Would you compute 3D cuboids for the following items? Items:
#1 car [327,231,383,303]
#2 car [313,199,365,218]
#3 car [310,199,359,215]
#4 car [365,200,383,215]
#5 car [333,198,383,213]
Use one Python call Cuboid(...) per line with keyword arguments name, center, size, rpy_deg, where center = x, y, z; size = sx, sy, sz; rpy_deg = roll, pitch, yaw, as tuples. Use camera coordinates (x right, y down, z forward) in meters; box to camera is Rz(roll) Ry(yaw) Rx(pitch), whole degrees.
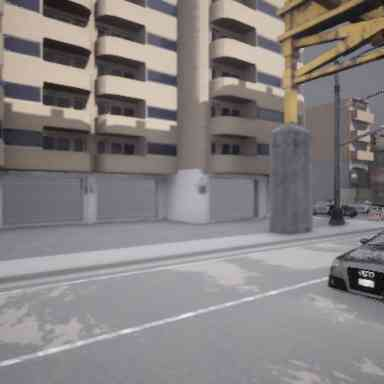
Cuboid(name="car", center=(4.961, 1.554, 7.513), size=(4.181, 1.385, 1.994), rpy_deg=(0, 0, -35))
Cuboid(name="car", center=(12.554, 1.417, 29.554), size=(2.038, 1.542, 4.974), rpy_deg=(0, 0, -11))
Cuboid(name="car", center=(12.544, 1.260, 29.605), size=(1.853, 1.218, 4.536), rpy_deg=(0, 0, -11))
Cuboid(name="car", center=(16.126, 1.413, 31.708), size=(4.974, 1.542, 2.038), rpy_deg=(0, 0, 34))
Cuboid(name="car", center=(16.083, 1.255, 31.737), size=(4.536, 1.218, 1.853), rpy_deg=(0, 0, 34))
